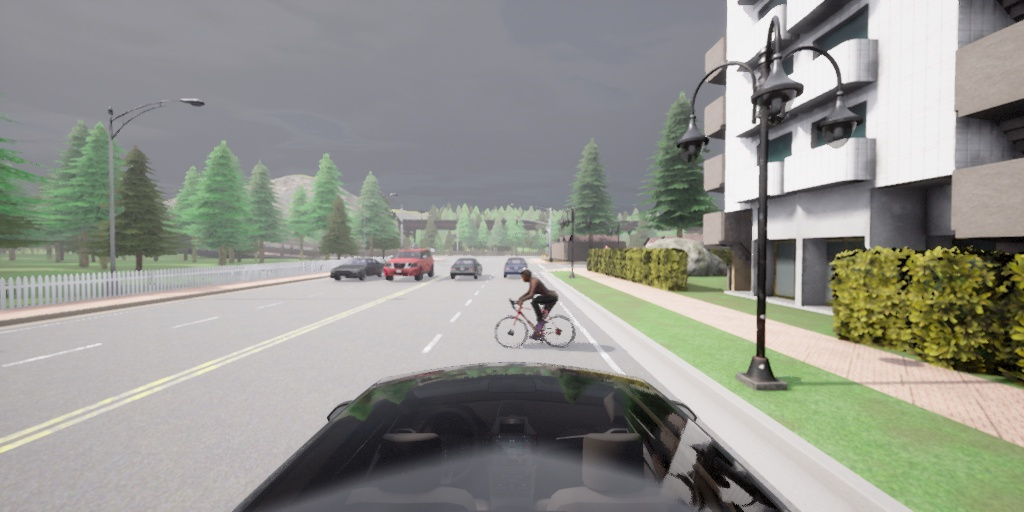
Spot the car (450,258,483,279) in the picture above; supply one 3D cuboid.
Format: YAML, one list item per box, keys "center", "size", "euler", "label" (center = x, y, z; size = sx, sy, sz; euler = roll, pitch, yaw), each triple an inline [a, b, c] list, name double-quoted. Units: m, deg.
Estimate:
- center: [-3.207, 0.849, 25.752]
  size: [2.033, 1.411, 5.357]
  euler: [0, 1, 0]
  label: "car"

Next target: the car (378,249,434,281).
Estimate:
- center: [-6.818, 0.523, 24.438]
  size: [2.150, 2.045, 5.566]
  euler: [0, 1, 1]
  label: "car"

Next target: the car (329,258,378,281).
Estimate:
- center: [-10.318, 0.850, 24.550]
  size: [2.033, 1.411, 5.357]
  euler: [0, 1, 0]
  label: "car"

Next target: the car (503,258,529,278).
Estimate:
- center: [0.304, 0.839, 26.892]
  size: [2.033, 1.411, 5.357]
  euler: [0, 1, 0]
  label: "car"

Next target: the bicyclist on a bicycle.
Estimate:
- center: [0.461, 1.092, 7.287]
  size: [1.656, 1.620, 0.582]
  euler: [-1, 1, 0]
  label: "bicyclist on a bicycle"
